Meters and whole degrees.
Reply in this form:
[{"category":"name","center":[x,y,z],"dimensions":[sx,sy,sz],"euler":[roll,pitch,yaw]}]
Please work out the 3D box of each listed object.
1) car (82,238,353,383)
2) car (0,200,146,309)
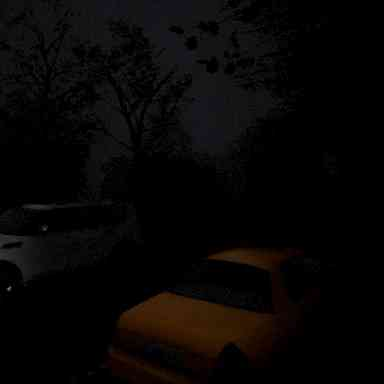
[{"category":"car","center":[1.188,1.482,5.207],"dimensions":[1.946,1.575,5.366],"euler":[0,0,35]},{"category":"car","center":[-3.592,1.266,8.354],"dimensions":[2.435,2.045,5.566],"euler":[-1,-1,35]}]
